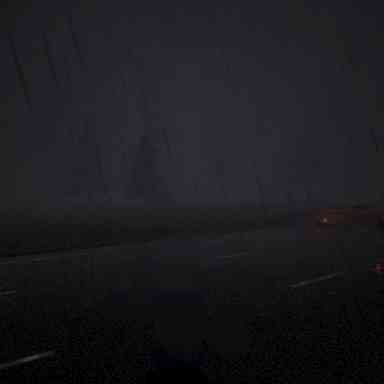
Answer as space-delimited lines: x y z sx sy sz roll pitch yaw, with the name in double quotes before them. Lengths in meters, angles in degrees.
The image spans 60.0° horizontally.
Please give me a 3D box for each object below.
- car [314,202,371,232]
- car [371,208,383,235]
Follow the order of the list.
"car" 8.964 1.281 18.737 5.008 1.535 1.882 -1 1 -35
"car" 10.800 1.284 15.748 5.008 1.535 1.882 -1 0 -35
